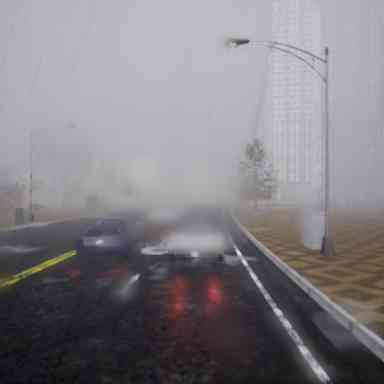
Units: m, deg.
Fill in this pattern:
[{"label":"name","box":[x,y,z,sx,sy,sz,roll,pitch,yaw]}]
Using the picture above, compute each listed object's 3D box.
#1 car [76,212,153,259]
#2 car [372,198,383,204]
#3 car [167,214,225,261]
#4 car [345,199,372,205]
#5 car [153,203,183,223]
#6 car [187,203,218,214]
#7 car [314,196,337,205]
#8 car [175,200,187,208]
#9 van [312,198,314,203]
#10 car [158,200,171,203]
[{"label":"car","box":[-3.005,1.705,13.270,1.994,1.385,4.181,0,-1,3]},{"label":"car","box":[41.538,2.027,75.676,4.507,1.381,1.887,-1,0,14]},{"label":"car","box":[0.226,1.738,12.911,1.895,1.301,4.718,0,-1,3]},{"label":"car","box":[33.992,2.054,68.810,4.313,1.339,1.947,-1,0,14]},{"label":"car","box":[-2.199,1.894,27.917,1.895,1.301,4.718,0,-1,5]},{"label":"car","box":[1.069,1.787,27.951,2.128,1.511,4.902,0,0,5]},{"label":"car","box":[28.450,1.984,70.101,4.097,1.590,1.967,-1,0,14]},{"label":"car","box":[-1.902,2.173,58.743,1.994,1.385,4.181,0,-1,10]},{"label":"van","box":[30.508,1.938,78.475,3.998,1.788,1.690,-1,0,14]},{"label":"car","box":[-5.052,2.164,59.634,2.033,1.411,5.357,0,-1,10]}]
